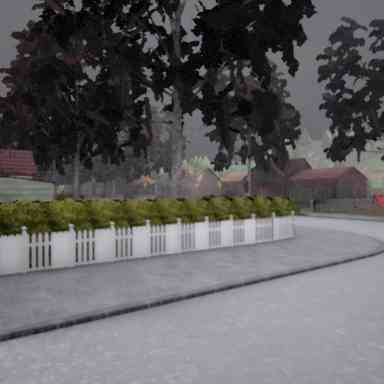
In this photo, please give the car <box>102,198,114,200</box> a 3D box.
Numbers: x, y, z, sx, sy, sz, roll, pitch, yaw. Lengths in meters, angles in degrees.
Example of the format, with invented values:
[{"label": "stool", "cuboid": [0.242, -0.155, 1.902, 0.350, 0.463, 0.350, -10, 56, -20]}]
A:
[{"label": "car", "cuboid": [-12.956, 1.574, 51.952, 1.895, 1.301, 4.718, 0, 0, -35]}]
